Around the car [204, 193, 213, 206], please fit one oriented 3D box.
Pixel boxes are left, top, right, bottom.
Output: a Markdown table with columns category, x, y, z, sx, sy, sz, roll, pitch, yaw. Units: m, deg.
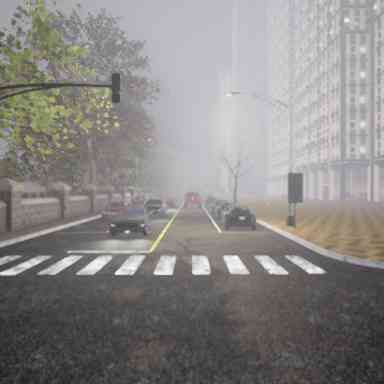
| category | x | y | z | sx | sy | sz | roll | pitch | yaw |
| --- | --- | --- | --- | --- | --- | --- | --- | --- | --- |
| car | 2.704 | 1.218 | 48.127 | 1.887 | 1.381 | 4.507 | 0 | 0 | 0 |

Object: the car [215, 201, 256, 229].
| category | x | y | z | sx | sy | sz | roll | pitch | yaw |
| --- | --- | --- | --- | --- | --- | --- | --- | --- | --- |
| car | 2.696 | 1.425 | 19.965 | 1.947 | 1.339 | 4.313 | 0 | 0 | 0 |

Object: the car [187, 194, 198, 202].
| category | x | y | z | sx | sy | sz | roll | pitch | yaw |
| --- | --- | --- | --- | --- | --- | --- | --- | --- | --- |
| car | 0.106 | 1.096 | 61.374 | 1.837 | 1.490 | 4.892 | 0 | 0 | 0 |

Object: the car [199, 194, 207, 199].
| category | x | y | z | sx | sy | sz | roll | pitch | yaw |
| --- | --- | --- | --- | --- | --- | --- | --- | --- | --- |
| car | 2.711 | 1.054 | 81.919 | 1.802 | 1.307 | 4.206 | 0 | 0 | 0 |

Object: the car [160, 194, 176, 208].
| category | x | y | z | sx | sy | sz | roll | pitch | yaw |
| --- | --- | --- | --- | --- | --- | --- | --- | --- | --- |
| car | -3.053 | 1.313 | 42.005 | 1.895 | 1.301 | 4.718 | 0 | 0 | 0 |

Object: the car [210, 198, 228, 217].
| category | x | y | z | sx | sy | sz | roll | pitch | yaw |
| --- | --- | --- | --- | --- | --- | --- | --- | --- | --- |
| car | 2.698 | 1.386 | 25.597 | 1.947 | 1.339 | 4.313 | 0 | 0 | 0 |

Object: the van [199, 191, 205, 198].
| category | x | y | z | sx | sy | sz | roll | pitch | yaw |
| --- | --- | --- | --- | --- | --- | --- | --- | --- | --- |
| van | 2.714 | 0.753 | 93.183 | 1.690 | 1.788 | 3.998 | 0 | 0 | 0 |

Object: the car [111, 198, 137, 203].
| category | x | y | z | sx | sy | sz | roll | pitch | yaw |
| --- | --- | --- | --- | --- | --- | --- | --- | --- | --- |
| car | -5.683 | 1.402 | 25.599 | 1.802 | 1.307 | 4.206 | 0 | 0 | 0 |

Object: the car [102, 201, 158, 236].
| category | x | y | z | sx | sy | sz | roll | pitch | yaw |
| --- | --- | --- | --- | --- | --- | --- | --- | --- | --- |
| car | -3.114 | 1.421 | 17.869 | 2.033 | 1.411 | 5.357 | 0 | 0 | -4 |

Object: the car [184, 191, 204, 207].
| category | x | y | z | sx | sy | sz | roll | pitch | yaw |
| --- | --- | --- | --- | --- | --- | --- | --- | --- | --- |
| car | 0.112 | 0.922 | 43.753 | 2.150 | 2.045 | 5.566 | 0 | 0 | 0 |

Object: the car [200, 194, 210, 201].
| category | x | y | z | sx | sy | sz | roll | pitch | yaw |
| --- | --- | --- | --- | --- | --- | --- | --- | --- | --- |
| car | 2.708 | 1.088 | 70.654 | 2.008 | 1.369 | 4.403 | 0 | 0 | 0 |

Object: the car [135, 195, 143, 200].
| category | x | y | z | sx | sy | sz | roll | pitch | yaw |
| --- | --- | --- | --- | --- | --- | --- | --- | --- | --- |
| car | -5.679 | 1.185 | 36.863 | 1.967 | 1.590 | 4.097 | 0 | 0 | 0 |

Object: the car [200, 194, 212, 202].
| category | x | y | z | sx | sy | sz | roll | pitch | yaw |
| --- | --- | --- | --- | --- | --- | --- | --- | --- | --- |
| car | 2.707 | 1.121 | 65.022 | 2.008 | 1.369 | 4.403 | 0 | 0 | 0 |

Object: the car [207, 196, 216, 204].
| category | x | y | z | sx | sy | sz | roll | pitch | yaw |
| --- | --- | --- | --- | --- | --- | --- | --- | --- | --- |
| car | 2.699 | 1.348 | 31.230 | 1.947 | 1.339 | 4.313 | 0 | 0 | 0 |

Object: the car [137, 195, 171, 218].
| category | x | y | z | sx | sy | sz | roll | pitch | yaw |
| --- | --- | --- | --- | --- | --- | --- | --- | --- | --- |
| car | -3.079 | 1.309 | 27.949 | 1.837 | 1.490 | 4.892 | 0 | 0 | 0 |

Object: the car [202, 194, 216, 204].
| category | x | y | z | sx | sy | sz | roll | pitch | yaw |
| --- | --- | --- | --- | --- | --- | --- | --- | --- | --- |
| car | 2.705 | 1.078 | 53.758 | 1.967 | 1.590 | 4.097 | 0 | 0 | 0 |

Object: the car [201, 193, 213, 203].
| category | x | y | z | sx | sy | sz | roll | pitch | yaw |
| --- | --- | --- | --- | --- | --- | --- | --- | --- | --- |
| car | 2.706 | 1.044 | 59.389 | 1.967 | 1.590 | 4.097 | 0 | 0 | 0 |

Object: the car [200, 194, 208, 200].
| category | x | y | z | sx | sy | sz | roll | pitch | yaw |
| --- | --- | --- | --- | --- | --- | --- | --- | --- | --- |
| car | 2.709 | 1.086 | 76.287 | 1.802 | 1.307 | 4.206 | 0 | 0 | 0 |
